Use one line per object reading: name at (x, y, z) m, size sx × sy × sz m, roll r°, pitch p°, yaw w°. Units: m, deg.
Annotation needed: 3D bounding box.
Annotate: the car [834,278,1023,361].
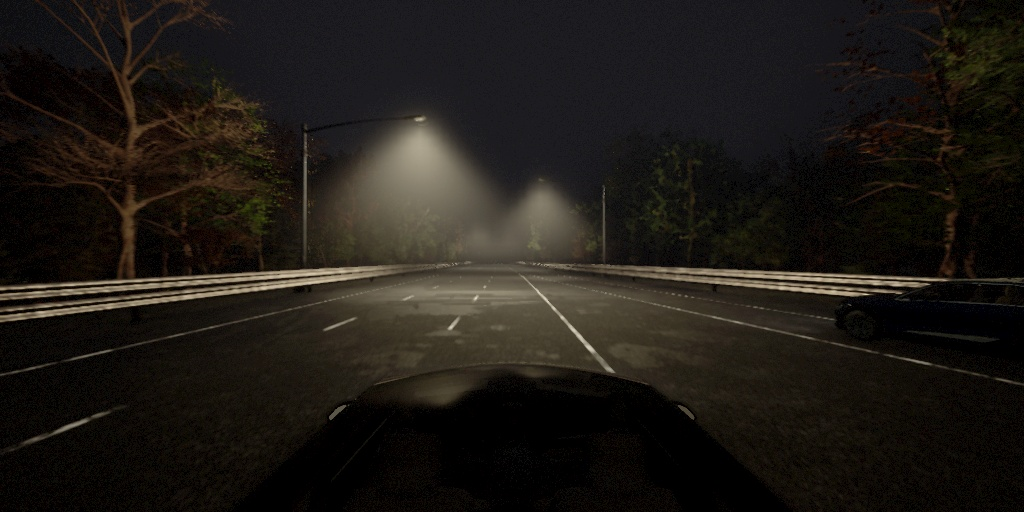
car at (9.720, 1.249, 7.470) m, size 2.033 × 1.649 × 4.856 m, roll 0°, pitch -1°, yaw -10°
